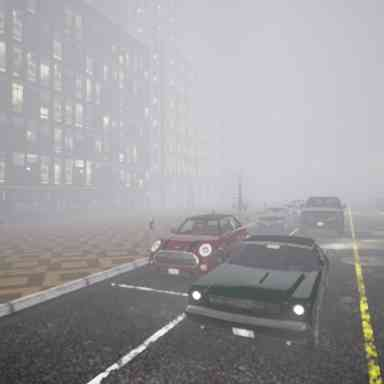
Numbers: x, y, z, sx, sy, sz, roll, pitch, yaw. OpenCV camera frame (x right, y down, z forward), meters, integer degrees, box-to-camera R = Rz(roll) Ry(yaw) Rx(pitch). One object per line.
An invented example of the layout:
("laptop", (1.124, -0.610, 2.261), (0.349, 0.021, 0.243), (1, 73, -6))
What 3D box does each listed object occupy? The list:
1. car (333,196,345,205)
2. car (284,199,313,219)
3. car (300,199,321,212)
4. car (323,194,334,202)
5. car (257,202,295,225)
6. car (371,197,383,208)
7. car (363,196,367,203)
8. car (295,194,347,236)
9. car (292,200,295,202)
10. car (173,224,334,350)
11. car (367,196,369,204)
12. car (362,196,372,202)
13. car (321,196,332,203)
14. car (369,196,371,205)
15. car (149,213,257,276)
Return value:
("car", (26.305, 1.511, 59.368), (1.882, 1.535, 5.008), (0, 0, 25))
("car", (9.703, 1.446, 30.063), (1.967, 1.590, 4.097), (0, 0, 25))
("car", (14.362, 1.577, 40.078), (1.947, 1.339, 4.313), (0, 0, 25))
("car", (32.994, 1.380, 80.140), (2.192, 1.841, 5.009), (0, 0, 25))
("car", (5.044, 1.553, 20.047), (2.008, 1.369, 4.403), (0, 0, 25))
("car", (26.619, 1.586, 46.559), (1.947, 1.339, 4.313), (0, 0, 25))
("car", (35.935, 1.592, 66.590), (1.887, 1.381, 4.507), (0, 0, 25))
("car", (7.514, 1.223, 18.971), (2.150, 2.045, 5.566), (0, 0, 25))
("car", (7.374, 1.555, 25.055), (2.008, 1.369, 4.403), (0, 0, 25))
("car", (1.617, 1.600, 6.523), (1.895, 1.301, 4.718), (0, 0, 25))
("car", (31.348, 1.558, 56.728), (1.752, 1.417, 4.829), (0, 0, 25))
("car", (42.922, 1.618, 81.612), (1.887, 1.381, 4.507), (0, 0, 25))
("car", (28.337, 1.614, 70.125), (1.947, 1.339, 4.313), (0, 0, 25))
("car", (29.019, 1.551, 51.720), (1.752, 1.417, 4.829), (0, 0, 25))
("car", (0.386, 1.440, 10.033), (1.967, 1.590, 4.097), (0, 0, 25))
